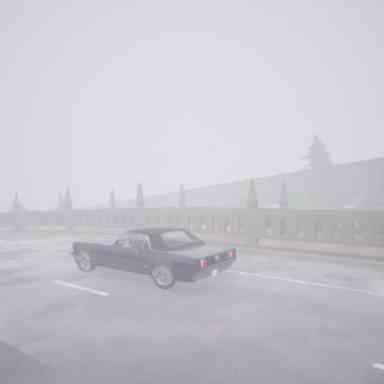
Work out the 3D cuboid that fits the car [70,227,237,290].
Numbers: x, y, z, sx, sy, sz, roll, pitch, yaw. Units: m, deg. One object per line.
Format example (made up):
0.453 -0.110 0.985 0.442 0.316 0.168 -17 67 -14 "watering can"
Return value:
-1.271 1.632 9.201 4.718 1.301 1.895 0 0 36 "car"
